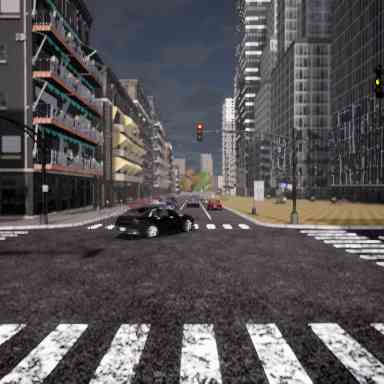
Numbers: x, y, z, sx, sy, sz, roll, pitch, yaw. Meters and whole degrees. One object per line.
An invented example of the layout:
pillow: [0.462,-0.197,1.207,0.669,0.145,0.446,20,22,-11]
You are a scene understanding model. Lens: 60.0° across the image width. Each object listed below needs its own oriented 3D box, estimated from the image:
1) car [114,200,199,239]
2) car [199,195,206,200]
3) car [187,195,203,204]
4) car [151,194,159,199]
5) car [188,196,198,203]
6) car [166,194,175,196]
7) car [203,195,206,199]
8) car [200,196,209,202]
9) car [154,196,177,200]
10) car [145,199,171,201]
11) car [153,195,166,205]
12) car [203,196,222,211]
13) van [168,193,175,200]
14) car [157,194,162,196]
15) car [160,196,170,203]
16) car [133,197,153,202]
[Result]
car: [-1.789,1.451,17.275,1.837,1.490,4.892,3,2,36]
car: [2.791,1.511,92.039,1.752,1.417,4.829,-1,0,0]
car: [0.181,1.531,50.406,2.033,1.411,5.357,0,0,0]
car: [-5.638,1.425,40.983,1.967,1.590,4.097,-1,0,0]
car: [0.211,1.548,70.026,1.994,1.385,4.181,0,0,0]
car: [-3.010,1.489,49.625,1.837,1.490,4.892,0,0,0]
car: [2.747,1.535,63.623,2.008,1.369,4.403,-1,0,0]
car: [2.765,1.529,74.921,1.887,1.381,4.507,-1,0,0]
car: [-3.025,1.550,39.443,1.994,1.385,4.181,0,0,1]
car: [-3.053,1.589,29.383,1.895,1.301,4.718,0,0,0]
car: [-5.611,1.424,57.929,1.967,1.590,4.097,-1,0,0]
car: [2.711,1.530,41.027,1.887,1.381,4.507,-1,0,0]
van: [-5.559,1.327,91.823,1.690,1.788,3.998,-1,0,0]
car: [-5.622,1.299,52.282,2.192,1.841,5.009,-1,0,0]
car: [-5.591,1.566,69.228,1.802,1.307,4.206,-1,0,0]
car: [-5.645,1.531,35.334,1.887,1.381,4.507,-1,0,0]
